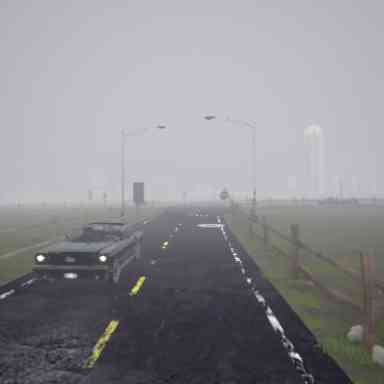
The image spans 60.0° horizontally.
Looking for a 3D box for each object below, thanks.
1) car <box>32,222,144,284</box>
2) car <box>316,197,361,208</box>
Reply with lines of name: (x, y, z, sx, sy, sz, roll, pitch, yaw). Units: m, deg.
car: (-2.706, 1.599, 9.748, 1.895, 1.301, 4.718, 0, 0, 1)
car: (17.212, 1.219, 39.300, 4.718, 1.301, 1.895, -1, -1, 15)
